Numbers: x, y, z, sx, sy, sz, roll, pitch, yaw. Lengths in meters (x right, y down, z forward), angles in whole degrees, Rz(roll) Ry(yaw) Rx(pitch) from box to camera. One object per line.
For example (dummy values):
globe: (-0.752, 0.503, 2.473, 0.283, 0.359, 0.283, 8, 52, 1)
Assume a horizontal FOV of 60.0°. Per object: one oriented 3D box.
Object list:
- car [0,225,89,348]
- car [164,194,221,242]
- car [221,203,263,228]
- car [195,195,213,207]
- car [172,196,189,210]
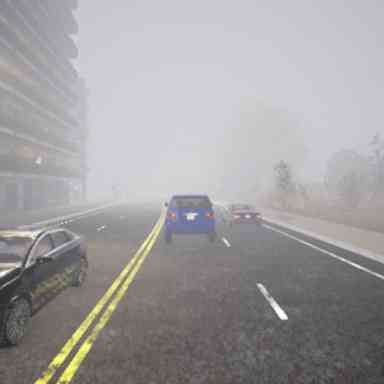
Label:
car: (-3.407, 1.446, 6.260, 2.128, 1.511, 4.902, 0, 0, -1)
car: (-0.141, 1.081, 15.730, 2.150, 2.045, 5.566, 0, 0, -2)
car: (2.924, 1.355, 20.520, 2.033, 1.411, 5.357, 0, 1, -2)
car: (1.482, 1.130, 42.851, 1.812, 1.442, 4.674, 0, 1, -5)
car: (-1.361, 1.186, 38.014, 1.812, 1.442, 4.674, 0, 0, -4)
